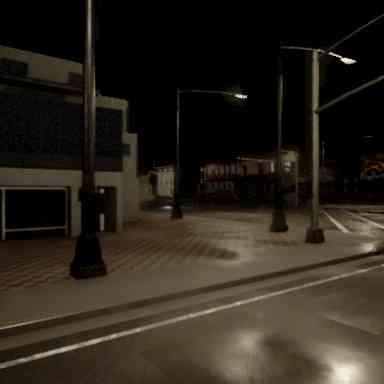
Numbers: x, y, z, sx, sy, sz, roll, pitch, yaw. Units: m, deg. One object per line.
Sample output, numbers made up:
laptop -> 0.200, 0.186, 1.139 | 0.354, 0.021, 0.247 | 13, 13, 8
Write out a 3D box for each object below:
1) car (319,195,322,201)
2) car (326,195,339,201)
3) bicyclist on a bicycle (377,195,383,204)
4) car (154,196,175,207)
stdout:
car -> 29.958, 1.498, 79.908 | 2.128, 1.511, 4.902 | 0, 0, 9
car -> 33.415, 1.515, 79.361 | 2.033, 1.411, 5.357 | 0, 0, 9
bicyclist on a bicycle -> 34.270, 1.347, 59.907 | 1.656, 1.620, 0.582 | 0, 0, 9
car -> -3.860, 1.270, 47.839 | 1.812, 1.442, 4.674 | 0, 1, -36
